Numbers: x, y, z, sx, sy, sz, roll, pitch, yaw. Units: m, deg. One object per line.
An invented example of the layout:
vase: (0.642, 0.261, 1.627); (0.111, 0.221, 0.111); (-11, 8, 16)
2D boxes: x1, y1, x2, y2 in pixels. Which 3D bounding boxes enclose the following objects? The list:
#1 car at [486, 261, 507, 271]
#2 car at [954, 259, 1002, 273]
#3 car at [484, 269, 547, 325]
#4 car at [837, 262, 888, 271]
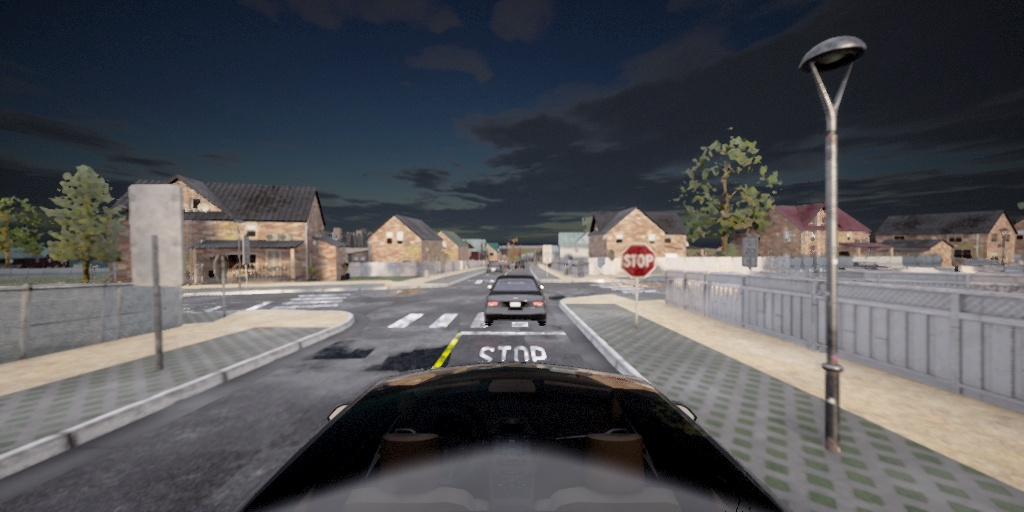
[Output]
car: (-2.172, 1.478, 45.386); (2.128, 1.511, 4.902); (0, -1, 2)
car: (46.984, 1.027, 36.077); (4.892, 1.490, 1.837); (0, 2, -17)
car: (0.123, 1.333, 11.936); (2.033, 1.411, 5.357); (0, 0, 1)
car: (29.833, 1.165, 30.954); (4.718, 1.301, 1.895); (0, 2, -17)
